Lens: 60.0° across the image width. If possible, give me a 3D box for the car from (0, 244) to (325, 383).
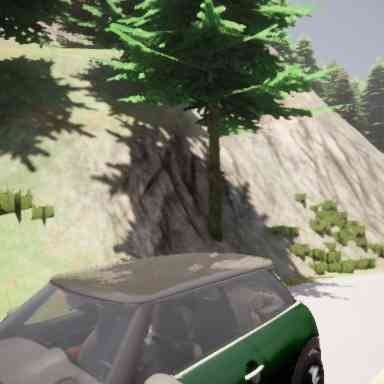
[{"bbox_3d":[-0.622,1.460,2.804,2.097,1.767,4.553,-2,-3,41],"label":"car"}]
